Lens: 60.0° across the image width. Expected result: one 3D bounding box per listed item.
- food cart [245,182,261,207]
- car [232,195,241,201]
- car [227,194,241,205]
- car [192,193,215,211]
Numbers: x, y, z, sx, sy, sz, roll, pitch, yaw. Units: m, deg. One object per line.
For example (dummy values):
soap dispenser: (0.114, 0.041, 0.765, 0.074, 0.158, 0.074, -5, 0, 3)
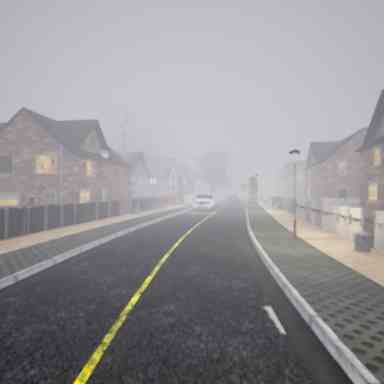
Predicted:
food cart: (9.172, 0.376, 50.369, 2.280, 3.560, 4.660, -1, -1, 9)
car: (10.176, 1.343, 76.181, 1.837, 1.490, 4.892, 0, 0, 9)
car: (7.283, 1.270, 57.724, 2.097, 1.767, 4.553, 0, 0, 9)
car: (1.465, 1.132, 38.781, 2.150, 2.045, 5.566, 0, 0, 9)
